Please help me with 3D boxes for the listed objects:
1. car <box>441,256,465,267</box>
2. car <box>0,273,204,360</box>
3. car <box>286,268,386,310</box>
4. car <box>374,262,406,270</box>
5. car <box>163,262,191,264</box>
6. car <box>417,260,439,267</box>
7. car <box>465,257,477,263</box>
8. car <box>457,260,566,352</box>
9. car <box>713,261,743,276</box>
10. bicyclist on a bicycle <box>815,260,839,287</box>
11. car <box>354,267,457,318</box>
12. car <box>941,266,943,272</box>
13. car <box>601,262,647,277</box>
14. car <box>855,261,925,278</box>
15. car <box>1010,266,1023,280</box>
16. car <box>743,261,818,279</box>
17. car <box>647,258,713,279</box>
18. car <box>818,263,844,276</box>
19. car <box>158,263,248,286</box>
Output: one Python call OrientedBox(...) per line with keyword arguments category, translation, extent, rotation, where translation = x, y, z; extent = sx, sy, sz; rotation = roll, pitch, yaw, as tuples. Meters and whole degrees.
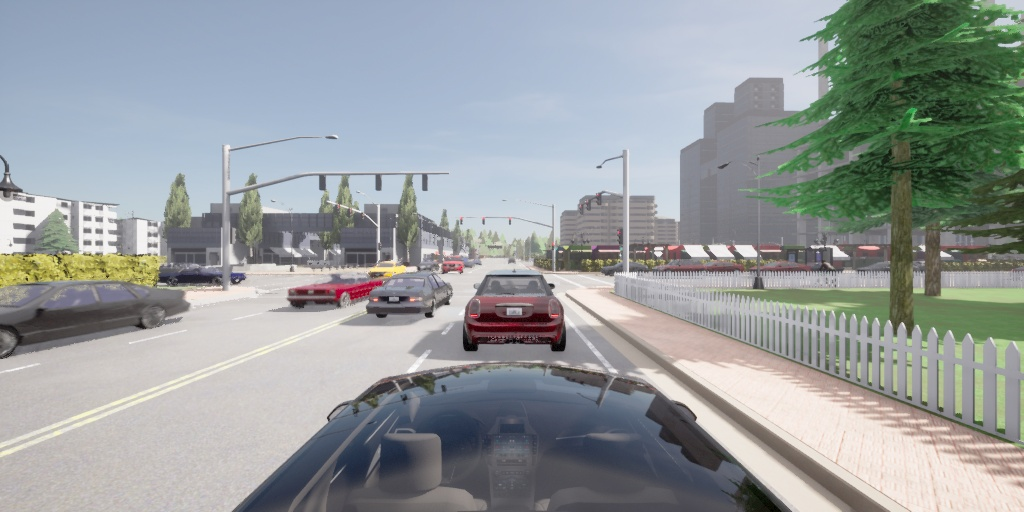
OrientedBox(category="car", translation=(-6.559, 0.972, 39.703), extent=(2.150, 2.045, 5.566), rotation=(0, 0, -8))
OrientedBox(category="car", translation=(-10.603, 1.297, 8.394), extent=(2.033, 1.411, 5.357), rotation=(0, 0, 0))
OrientedBox(category="car", translation=(-7.104, 1.351, 14.869), extent=(1.895, 1.301, 4.718), rotation=(0, 0, 0))
OrientedBox(category="car", translation=(-10.610, 1.227, 30.848), extent=(1.882, 1.535, 5.008), rotation=(0, 0, 0))
OrientedBox(category="car", translation=(-25.396, 1.242, 27.753), extent=(4.902, 1.511, 2.128), rotation=(0, 0, -2))
OrientedBox(category="car", translation=(-10.697, 1.241, 45.775), extent=(2.128, 1.511, 4.902), rotation=(0, 0, 2))
OrientedBox(category="car", translation=(-7.107, 1.314, 56.212), extent=(1.994, 1.385, 4.181), rotation=(0, 0, 0))
OrientedBox(category="car", translation=(0.062, 1.102, 9.112), extent=(2.097, 1.767, 4.553), rotation=(0, 0, 0))
OrientedBox(category="car", translation=(20.548, 1.228, 36.006), extent=(5.008, 1.535, 1.882), rotation=(0, 0, -1))
OrientedBox(category="bicyclist on a bicycle", translation=(18.787, 1.052, 21.472), extent=(0.582, 1.620, 1.656), rotation=(0, 0, -1))
OrientedBox(category="car", translation=(-3.421, 1.297, 12.947), extent=(2.033, 1.411, 5.357), rotation=(0, 0, 0))
OrientedBox(category="car", translation=(40.671, 1.242, 36.480), extent=(4.902, 1.511, 2.128), rotation=(0, 0, -1))
OrientedBox(category="car", translation=(11.223, 1.276, 35.750), extent=(4.674, 1.442, 1.812), rotation=(0, 0, -1))
OrientedBox(category="car", translation=(34.347, 1.255, 32.842), extent=(4.892, 1.490, 1.837), rotation=(0, 0, -1))
OrientedBox(category="car", translation=(43.873, 1.314, 29.428), extent=(4.181, 1.385, 1.994), rotation=(0, 0, -3))
OrientedBox(category="car", translation=(24.285, 1.228, 32.596), extent=(5.008, 1.535, 1.882), rotation=(0, 0, -1))
OrientedBox(category="car", translation=(15.072, 1.102, 32.364), extent=(4.553, 1.767, 2.097), rotation=(0, 0, -1))
OrientedBox(category="car", translation=(30.446, 1.351, 36.253), extent=(4.718, 1.301, 1.895), rotation=(0, 0, -1))
OrientedBox(category="car", translation=(-20.886, 1.351, 24.358), extent=(4.718, 1.301, 1.895), rotation=(0, 0, -1))
